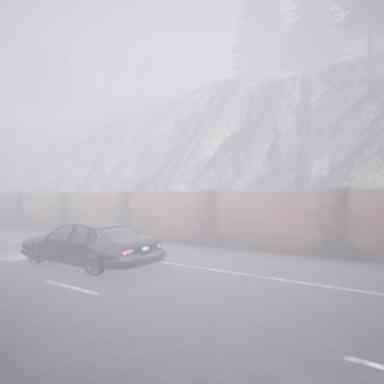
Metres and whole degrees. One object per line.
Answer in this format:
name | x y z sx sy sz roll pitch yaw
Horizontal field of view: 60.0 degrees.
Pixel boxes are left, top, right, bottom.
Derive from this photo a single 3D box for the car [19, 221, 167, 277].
car | -3.334 1.650 10.655 5.357 1.411 2.033 -1 0 35
